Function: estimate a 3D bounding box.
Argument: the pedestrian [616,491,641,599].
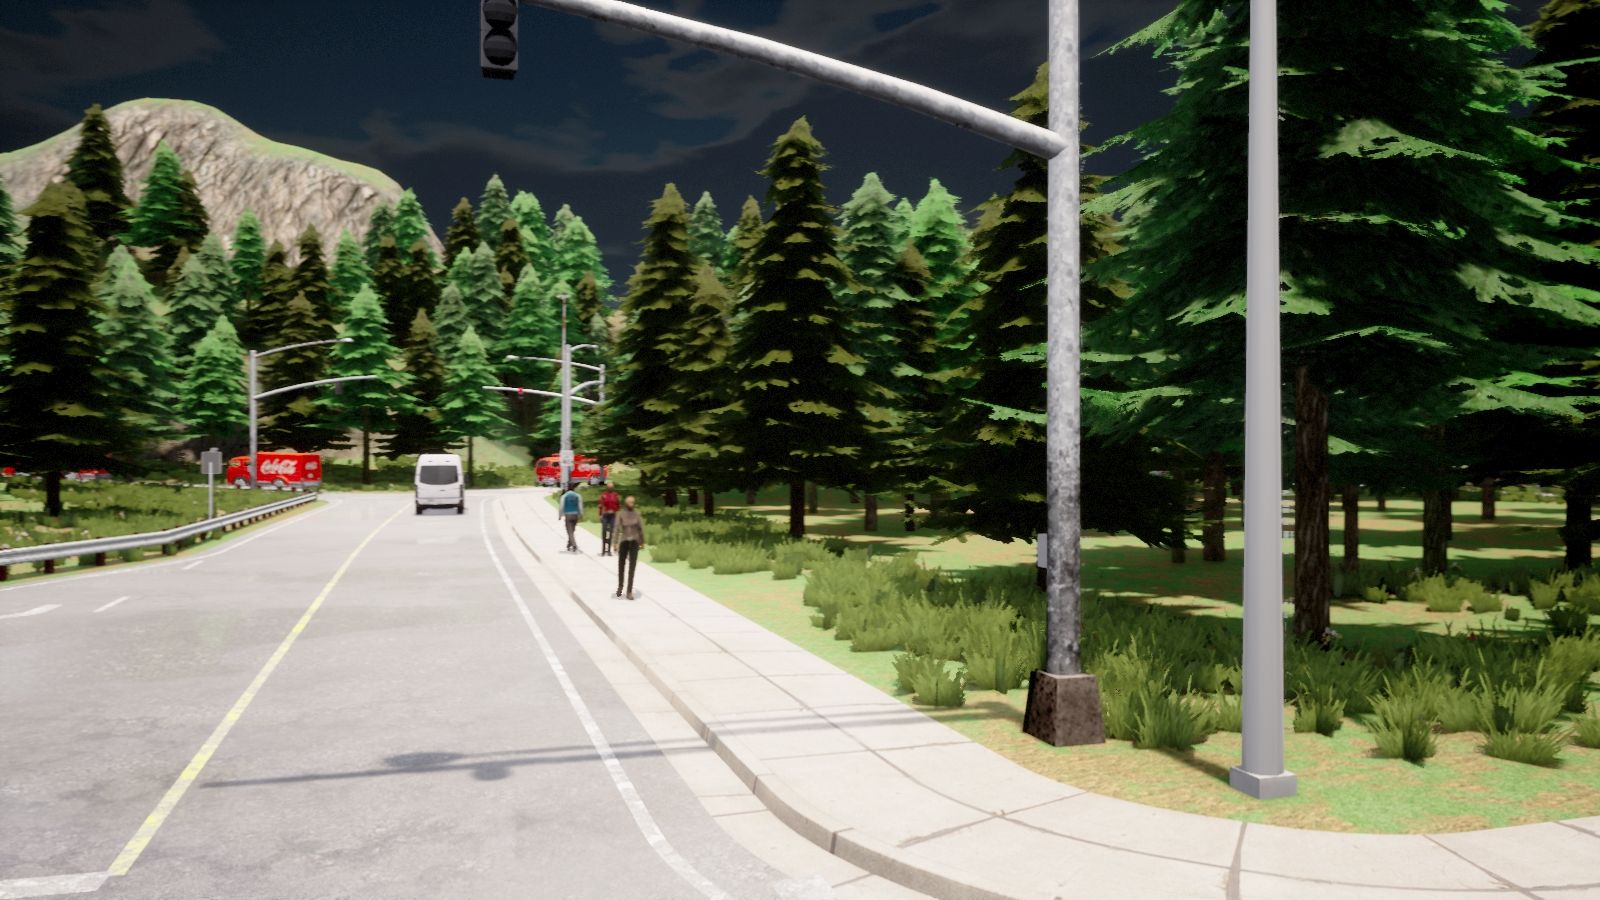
[{"bbox_3d":[-3.000,1.653,19.990,0.375,1.860,0.375,0,0,-18],"label":"pedestrian"}]

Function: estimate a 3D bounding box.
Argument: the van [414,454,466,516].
[{"bbox_3d":[-15.875,1.462,50.565,1.988,2.561,5.915,0,0,-16],"label":"van"}]

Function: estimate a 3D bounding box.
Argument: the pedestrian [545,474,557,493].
[{"bbox_3d":[-14.915,1.989,68.421,0.500,1.100,0.500,0,0,13],"label":"pedestrian"}]

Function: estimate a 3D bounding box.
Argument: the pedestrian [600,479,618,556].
[{"bbox_3d":[-4.670,1.645,27.911,0.375,1.860,0.375,0,0,-19],"label":"pedestrian"}]

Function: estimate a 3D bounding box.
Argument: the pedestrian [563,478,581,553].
[{"bbox_3d":[-5.729,1.644,28.706,0.375,1.860,0.375,0,0,-24],"label":"pedestrian"}]

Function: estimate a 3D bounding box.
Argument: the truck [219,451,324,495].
[{"bbox_3d":[-32.436,1.381,70.187,5.204,2.467,2.627,1,0,7],"label":"truck"}]
